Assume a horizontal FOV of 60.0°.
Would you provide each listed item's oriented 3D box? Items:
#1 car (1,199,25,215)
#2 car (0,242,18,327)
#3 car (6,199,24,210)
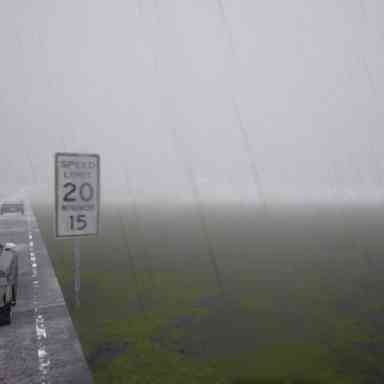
[{"bbox_3d":[-17.919,1.454,33.393,1.882,1.535,5.008,0,0,-26],"label":"car"},{"bbox_3d":[-4.554,1.562,6.526,1.994,1.385,4.181,0,0,-27],"label":"car"},{"bbox_3d":[-22.649,1.558,42.763,1.895,1.301,4.718,0,0,-26],"label":"car"}]
